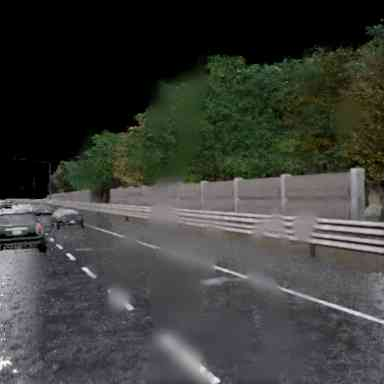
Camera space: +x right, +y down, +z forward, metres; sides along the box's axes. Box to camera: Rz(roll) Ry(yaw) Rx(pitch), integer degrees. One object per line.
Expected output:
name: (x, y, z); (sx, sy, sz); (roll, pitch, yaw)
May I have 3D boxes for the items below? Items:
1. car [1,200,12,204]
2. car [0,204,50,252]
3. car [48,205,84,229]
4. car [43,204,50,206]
car: (-31.029, 2.269, 55.566); (2.033, 1.411, 5.357); (-1, 0, -30)
car: (-7.702, 1.588, 14.498); (2.097, 1.767, 4.553); (-1, 0, -30)
car: (-9.138, 1.847, 24.325); (1.812, 1.442, 4.674); (-1, 0, -29)
car: (-16.866, 2.055, 37.922); (1.994, 1.385, 4.181); (-1, 0, -30)
